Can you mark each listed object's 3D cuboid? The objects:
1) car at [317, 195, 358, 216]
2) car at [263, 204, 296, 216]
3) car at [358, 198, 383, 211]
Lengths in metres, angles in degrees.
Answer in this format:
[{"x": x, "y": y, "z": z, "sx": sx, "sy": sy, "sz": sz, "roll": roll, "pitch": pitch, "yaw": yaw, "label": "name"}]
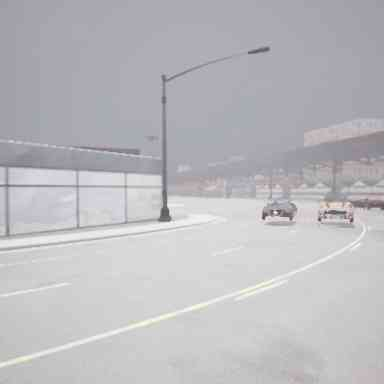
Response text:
[{"x": 9.310, "y": 0.888, "z": 21.555, "sx": 2.097, "sy": 1.767, "sz": 4.553, "roll": -1, "pitch": 0, "yaw": 24, "label": "car"}, {"x": 6.101, "y": 1.120, "z": 22.949, "sx": 1.994, "sy": 1.385, "sz": 4.181, "roll": -1, "pitch": 0, "yaw": 24, "label": "car"}, {"x": 19.564, "y": 1.262, "z": 37.006, "sx": 1.895, "sy": 1.301, "sz": 4.718, "roll": -1, "pitch": 0, "yaw": -2, "label": "car"}]
